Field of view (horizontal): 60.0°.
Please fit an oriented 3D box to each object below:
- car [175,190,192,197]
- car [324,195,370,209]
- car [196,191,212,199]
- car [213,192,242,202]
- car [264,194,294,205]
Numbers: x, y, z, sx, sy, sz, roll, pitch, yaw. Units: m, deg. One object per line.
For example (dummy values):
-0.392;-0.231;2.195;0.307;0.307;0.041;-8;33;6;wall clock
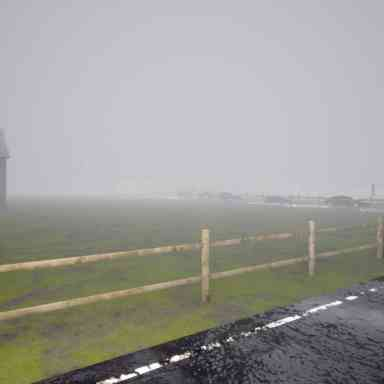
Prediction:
-1.916;0.362;71.761;1.837;1.490;4.892;0;1;-36;car
17.717;1.112;38.098;1.882;1.535;5.008;0;1;-36;car
2.653;0.597;65.423;1.837;1.490;4.892;0;1;-35;car
6.097;0.751;54.376;1.882;1.535;5.008;0;1;-35;car
11.996;1.020;46.127;1.994;1.385;4.181;0;1;-34;car
